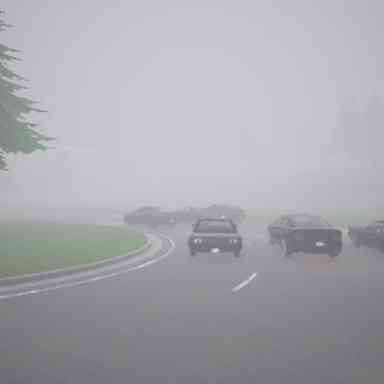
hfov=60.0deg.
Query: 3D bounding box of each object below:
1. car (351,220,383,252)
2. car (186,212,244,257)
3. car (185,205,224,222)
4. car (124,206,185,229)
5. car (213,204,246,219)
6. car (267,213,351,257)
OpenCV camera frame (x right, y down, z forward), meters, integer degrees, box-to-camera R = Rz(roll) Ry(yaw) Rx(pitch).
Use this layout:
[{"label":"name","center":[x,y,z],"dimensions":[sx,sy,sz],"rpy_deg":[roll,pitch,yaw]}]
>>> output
[{"label":"car","center":[7.916,1.753,13.079],"dimensions":[1.895,1.301,4.718],"rpy_deg":[0,0,4]},{"label":"car","center":[0.929,1.721,13.575],"dimensions":[1.895,1.301,4.718],"rpy_deg":[0,0,3]},{"label":"car","center":[-0.156,1.818,25.703],"dimensions":[1.895,1.301,4.718],"rpy_deg":[1,-1,-43]},{"label":"car","center":[-2.949,1.710,23.508],"dimensions":[1.812,1.442,4.674],"rpy_deg":[1,-1,-45]},{"label":"car","center":[2.274,1.759,28.204],"dimensions":[1.837,1.490,4.892],"rpy_deg":[1,0,-44]},{"label":"car","center":[4.420,1.617,13.700],"dimensions":[1.882,1.535,5.008],"rpy_deg":[0,0,3]}]
